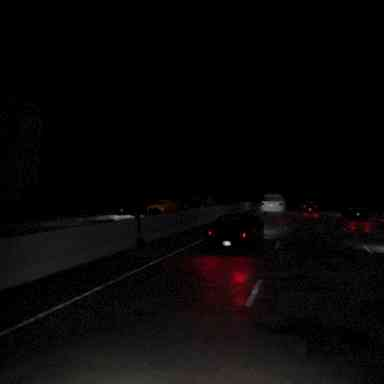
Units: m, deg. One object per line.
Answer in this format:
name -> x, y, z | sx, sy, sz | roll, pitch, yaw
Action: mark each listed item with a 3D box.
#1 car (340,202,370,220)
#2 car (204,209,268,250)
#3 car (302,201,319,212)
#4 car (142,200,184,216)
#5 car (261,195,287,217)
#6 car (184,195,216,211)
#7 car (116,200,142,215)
car -> 14.324, 1.590, 29.381 | 2.128, 1.511, 4.902 | 0, 0, 18
car -> 2.035, 1.637, 14.618 | 1.895, 1.301, 4.718 | 0, 0, 18
car -> 14.337, 1.779, 40.507 | 1.895, 1.301, 4.718 | 0, -1, 18
car -> -2.871, 1.541, 33.751 | 1.882, 1.535, 5.008 | 0, 0, 18
car -> 8.095, 1.309, 32.831 | 2.150, 2.045, 5.566 | 0, 0, 18
car -> 0.861, 1.295, 33.883 | 2.150, 2.045, 5.566 | 0, 0, 18
car -> -6.141, 1.549, 35.006 | 2.128, 1.511, 4.902 | 0, 0, 18
